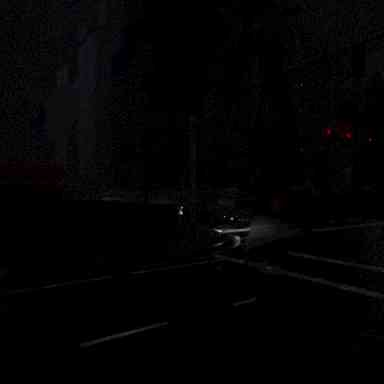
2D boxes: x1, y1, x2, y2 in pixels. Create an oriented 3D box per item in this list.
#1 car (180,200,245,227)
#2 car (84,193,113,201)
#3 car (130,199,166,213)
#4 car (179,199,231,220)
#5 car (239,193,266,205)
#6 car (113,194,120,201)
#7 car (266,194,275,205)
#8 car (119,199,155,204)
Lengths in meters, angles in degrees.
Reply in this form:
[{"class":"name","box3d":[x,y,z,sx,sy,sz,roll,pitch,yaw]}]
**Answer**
[{"class":"car","box3d":[1.065,1.440,22.653,1.837,1.490,4.892,0,0,-36]},{"class":"car","box3d":[-11.834,1.287,40.483,2.097,1.767,4.553,0,0,-36]},{"class":"car","box3d":[-4.960,1.533,36.952,1.895,1.301,4.718,0,0,-36]},{"class":"car","box3d":[1.007,1.437,28.712,1.837,1.490,4.892,0,0,-36]},{"class":"car","box3d":[9.060,1.088,51.996,1.905,1.878,3.866,0,0,-36]},{"class":"car","box3d":[-11.697,1.154,46.274,2.150,2.045,5.566,0,0,-36]},{"class":"car","box3d":[11.452,1.086,53.708,1.905,1.878,3.866,0,0,-36]},{"class":"car","box3d":[-4.501,1.413,30.350,1.882,1.535,5.008,0,0,-36]}]
